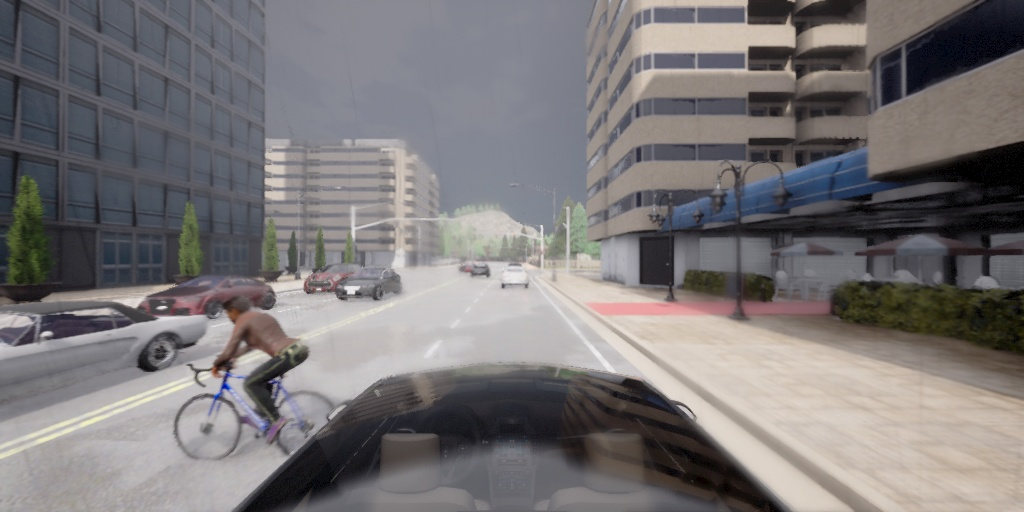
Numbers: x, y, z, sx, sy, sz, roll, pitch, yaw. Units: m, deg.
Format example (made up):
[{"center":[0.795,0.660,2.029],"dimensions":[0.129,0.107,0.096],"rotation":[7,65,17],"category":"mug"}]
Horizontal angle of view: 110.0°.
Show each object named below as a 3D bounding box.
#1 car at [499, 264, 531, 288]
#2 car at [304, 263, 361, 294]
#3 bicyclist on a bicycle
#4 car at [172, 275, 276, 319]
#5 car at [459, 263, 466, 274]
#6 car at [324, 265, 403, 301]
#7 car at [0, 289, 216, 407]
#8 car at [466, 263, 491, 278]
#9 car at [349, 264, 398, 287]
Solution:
[{"center":[0.197,1.443,25.137],"dimensions":[1.812,1.442,4.674],"rotation":[0,0,0],"category":"car"},{"center":[-10.418,1.240,21.595],"dimensions":[2.097,1.767,4.553],"rotation":[0,0,0],"category":"car"},{"center":[-2.523,1.216,3.530],"dimensions":[1.656,1.620,0.582],"rotation":[-2,0,0],"category":"bicyclist on a bicycle"},{"center":[-10.555,1.389,12.809],"dimensions":[1.994,1.385,4.181],"rotation":[0,0,0],"category":"car"},{"center":[-5.598,1.592,46.956],"dimensions":[1.994,1.385,4.181],"rotation":[0,-1,-23],"category":"car"},{"center":[-7.023,1.357,18.141],"dimensions":[2.128,1.511,4.902],"rotation":[0,0,0],"category":"car"},{"center":[-7.092,1.372,4.997],"dimensions":[1.895,1.301,4.718],"rotation":[0,0,0],"category":"car"},{"center":[-3.256,1.500,38.140],"dimensions":[2.128,1.511,4.902],"rotation":[0,0,0],"category":"car"},{"center":[-10.441,1.435,27.504],"dimensions":[1.837,1.490,4.892],"rotation":[0,0,1],"category":"car"}]
